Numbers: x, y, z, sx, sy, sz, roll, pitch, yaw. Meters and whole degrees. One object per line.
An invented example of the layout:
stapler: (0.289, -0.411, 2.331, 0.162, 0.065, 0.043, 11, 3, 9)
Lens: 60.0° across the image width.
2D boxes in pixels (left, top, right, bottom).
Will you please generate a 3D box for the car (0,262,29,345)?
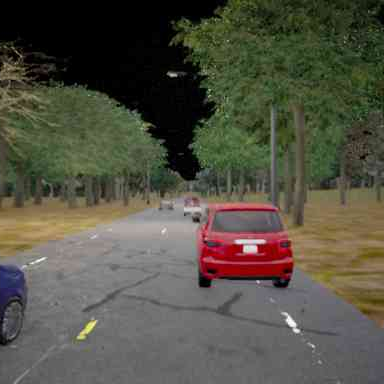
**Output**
car: (-3.614, 1.561, 3.766, 1.812, 1.442, 4.674, 0, -1, 0)

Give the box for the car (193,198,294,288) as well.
car: (1.223, 1.314, 9.663, 2.150, 2.045, 5.566, 0, -1, 0)

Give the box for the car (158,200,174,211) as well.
car: (-3.605, 1.915, 46.625, 1.812, 1.442, 4.674, 0, 0, 0)

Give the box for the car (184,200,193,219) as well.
car: (0.057, 1.922, 36.844, 1.895, 1.301, 4.718, 0, 0, 0)

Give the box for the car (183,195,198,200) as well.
car: (0.004, 1.612, 46.803, 2.150, 2.045, 5.566, 0, 0, 0)
